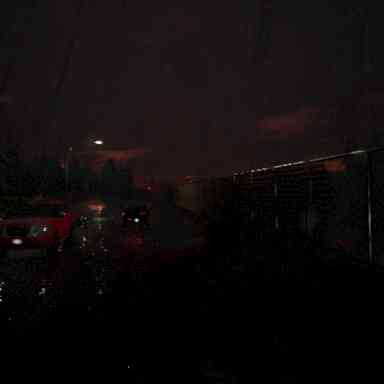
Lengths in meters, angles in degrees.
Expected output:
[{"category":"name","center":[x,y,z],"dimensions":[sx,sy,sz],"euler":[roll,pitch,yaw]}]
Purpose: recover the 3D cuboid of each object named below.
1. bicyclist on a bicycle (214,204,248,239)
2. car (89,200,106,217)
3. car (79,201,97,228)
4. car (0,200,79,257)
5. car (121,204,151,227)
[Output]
[{"category":"bicyclist on a bicycle","center":[1.609,1.164,15.071],"dimensions":[1.656,1.620,0.582],"euler":[-33,5,-9]},{"category":"car","center":[-10.106,1.628,34.182],"dimensions":[2.097,1.767,4.553],"euler":[-2,0,-10]},{"category":"car","center":[-8.339,1.705,24.228],"dimensions":[1.882,1.535,5.008],"euler":[-2,0,-10]},{"category":"car","center":[-6.569,1.401,14.314],"dimensions":[2.150,2.045,5.566],"euler":[-2,0,-10]},{"category":"car","center":[-4.091,1.617,24.295],"dimensions":[1.837,1.490,4.892],"euler":[-2,0,-10]}]
